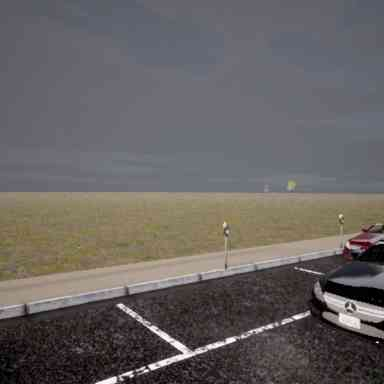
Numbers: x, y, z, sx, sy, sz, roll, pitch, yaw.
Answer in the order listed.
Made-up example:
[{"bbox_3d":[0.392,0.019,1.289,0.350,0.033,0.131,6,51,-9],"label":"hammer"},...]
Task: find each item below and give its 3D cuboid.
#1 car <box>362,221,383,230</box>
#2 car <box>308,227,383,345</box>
[{"bbox_3d":[6.637,1.584,10.792,4.206,1.307,1.802,0,1,-35],"label":"car"},{"bbox_3d":[4.077,1.527,5.961,4.674,1.442,1.812,0,0,-35],"label":"car"}]
